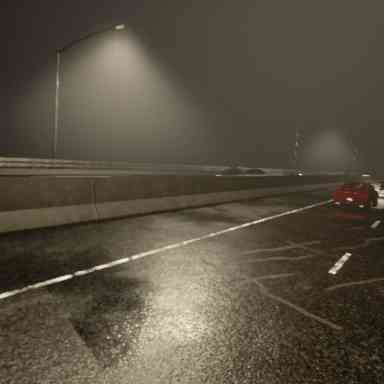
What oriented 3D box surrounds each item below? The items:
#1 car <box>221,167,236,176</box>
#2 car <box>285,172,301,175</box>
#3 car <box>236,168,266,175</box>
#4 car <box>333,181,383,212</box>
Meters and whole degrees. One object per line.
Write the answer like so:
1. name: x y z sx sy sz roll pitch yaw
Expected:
1. car: 5.601 -2.584 44.167 1.994 1.385 4.181 8 7 35
2. car: 12.857 -1.872 42.352 1.994 1.385 4.181 8 7 35
3. car: 7.632 -2.158 41.028 1.812 1.442 4.674 8 7 35
4. car: 9.747 0.129 19.562 1.882 1.535 5.008 8 7 34
